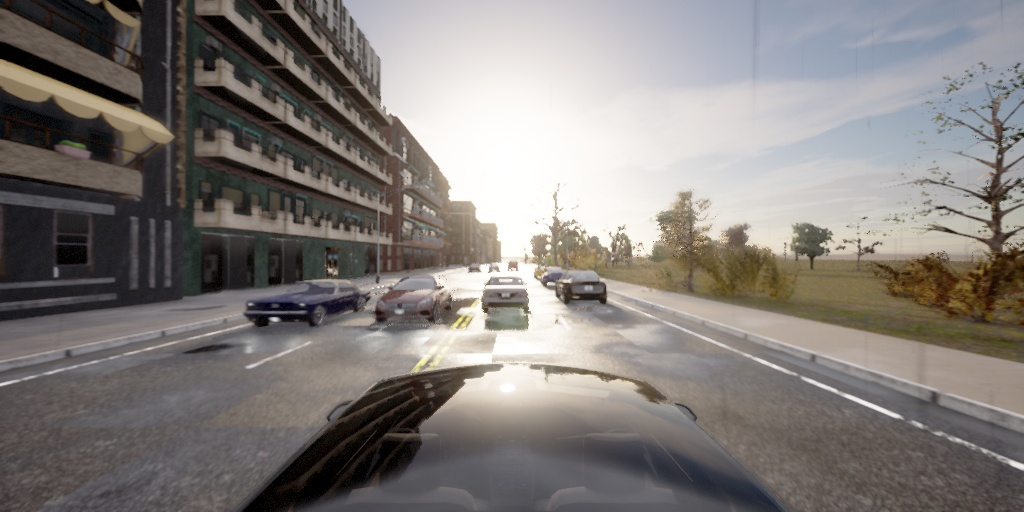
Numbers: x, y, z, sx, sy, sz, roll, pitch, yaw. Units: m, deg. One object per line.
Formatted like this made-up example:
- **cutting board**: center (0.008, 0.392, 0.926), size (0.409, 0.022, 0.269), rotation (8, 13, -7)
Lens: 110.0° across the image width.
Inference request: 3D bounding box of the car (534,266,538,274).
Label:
- **car**: center (3.376, 1.677, 39.873), size (1.801, 1.575, 5.366), rotation (0, -1, 0)

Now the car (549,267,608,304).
- **car**: center (3.301, 1.450, 17.713), size (2.163, 1.488, 4.792), rotation (0, -1, 0)

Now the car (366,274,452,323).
- **car**: center (-3.316, 1.412, 12.919), size (1.812, 1.442, 4.674), rotation (0, -1, 0)

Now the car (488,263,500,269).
- **car**: center (-3.060, 1.994, 62.037), size (2.128, 1.511, 4.902), rotation (0, -1, 0)

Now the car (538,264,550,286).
- **car**: center (3.338, 1.607, 28.682), size (1.812, 1.442, 4.674), rotation (0, -1, 0)

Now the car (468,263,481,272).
- **car**: center (-6.323, 1.968, 61.226), size (1.882, 1.535, 5.008), rotation (0, -1, 1)

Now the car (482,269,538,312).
- **car**: center (-0.233, 1.461, 15.132), size (2.033, 1.411, 5.357), rotation (0, -1, 0)

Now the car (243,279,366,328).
- **car**: center (-6.569, 1.478, 12.147), size (1.895, 1.301, 4.718), rotation (0, -1, 0)
